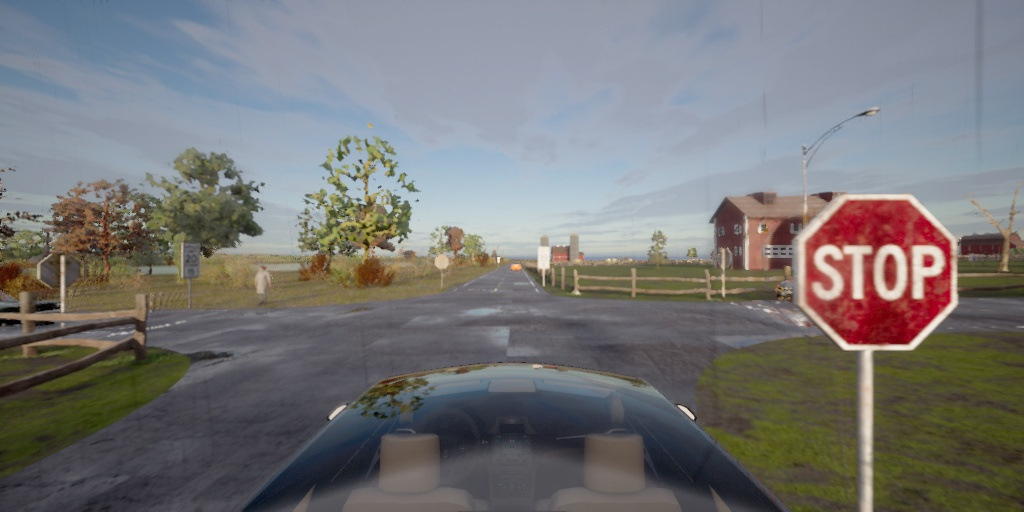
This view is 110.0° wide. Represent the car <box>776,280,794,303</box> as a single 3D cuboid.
[{"bbox_3d":[12.943,1.164,13.764,4.892,1.490,1.837,-1,0,3],"label":"car"}]

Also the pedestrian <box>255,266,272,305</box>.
[{"bbox_3d":[-11.955,1.391,17.220,0.375,1.860,0.375,0,1,1],"label":"pedestrian"}]

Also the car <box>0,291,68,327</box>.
[{"bbox_3d":[-17.340,1.750,11.366,4.718,1.301,1.895,-1,0,1],"label":"car"}]
